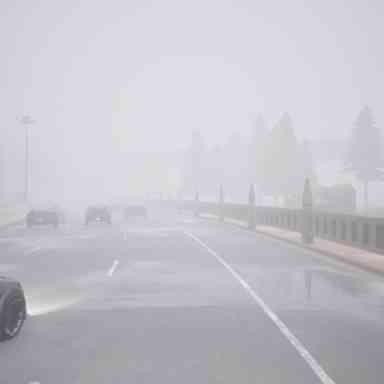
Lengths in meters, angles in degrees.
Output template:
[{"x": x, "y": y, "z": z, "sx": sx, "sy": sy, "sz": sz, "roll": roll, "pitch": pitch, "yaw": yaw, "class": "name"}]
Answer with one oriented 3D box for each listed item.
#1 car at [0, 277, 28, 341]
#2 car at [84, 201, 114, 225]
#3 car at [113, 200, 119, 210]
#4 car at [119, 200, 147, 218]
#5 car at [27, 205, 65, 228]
[{"x": -3.682, "y": 1.591, "z": 3.886, "sx": 1.994, "sy": 1.385, "sz": 4.181, "roll": 0, "pitch": 0, "yaw": -3, "class": "car"}, {"x": -7.327, "y": 1.676, "z": 26.025, "sx": 1.837, "sy": 1.490, "sz": 4.892, "roll": 0, "pitch": 0, "yaw": -15, "class": "car"}, {"x": -9.538, "y": 1.802, "z": 42.501, "sx": 1.812, "sy": 1.442, "sz": 4.674, "roll": 0, "pitch": 0, "yaw": -24, "class": "car"}, {"x": -5.724, "y": 1.689, "z": 32.657, "sx": 1.882, "sy": 1.535, "sz": 5.008, "roll": 0, "pitch": 0, "yaw": -18, "class": "car"}, {"x": -10.347, "y": 1.635, "z": 23.802, "sx": 1.882, "sy": 1.535, "sz": 5.008, "roll": 0, "pitch": 0, "yaw": -14, "class": "car"}]
